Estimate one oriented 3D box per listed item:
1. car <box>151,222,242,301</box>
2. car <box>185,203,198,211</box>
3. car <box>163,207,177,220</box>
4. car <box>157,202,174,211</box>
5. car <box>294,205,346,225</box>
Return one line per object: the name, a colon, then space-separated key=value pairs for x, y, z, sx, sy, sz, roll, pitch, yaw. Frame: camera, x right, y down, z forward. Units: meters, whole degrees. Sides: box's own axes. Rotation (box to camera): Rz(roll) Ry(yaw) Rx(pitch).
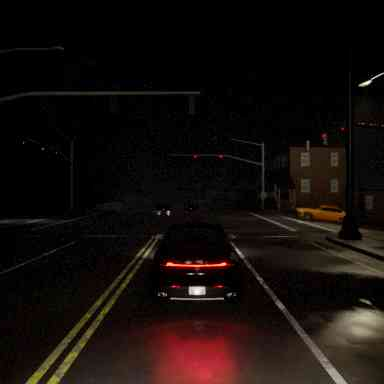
car: x=0.088 y=1.505 z=8.325 sx=1.837 sy=1.490 sz=4.892 roll=0 pitch=0 yaw=0
car: x=-0.056 y=2.303 z=47.578 sx=1.895 sy=1.301 sz=4.718 roll=0 pitch=-6 yaw=1
car: x=-3.674 y=3.615 z=55.725 sx=2.033 sy=1.411 sz=5.357 roll=0 pitch=-12 yaw=0
car: x=-3.662 y=2.056 z=45.623 sx=2.033 sy=1.411 sz=5.357 roll=0 pitch=-4 yaw=0
car: x=11.428 y=1.902 z=28.862 sx=5.008 sy=1.535 sz=1.882 roll=8 pitch=0 yaw=1
